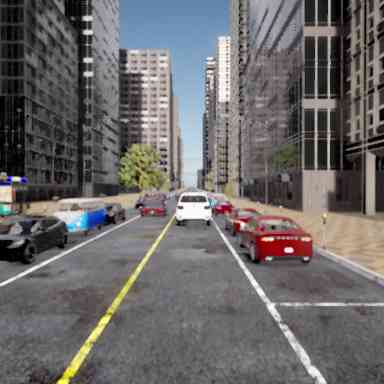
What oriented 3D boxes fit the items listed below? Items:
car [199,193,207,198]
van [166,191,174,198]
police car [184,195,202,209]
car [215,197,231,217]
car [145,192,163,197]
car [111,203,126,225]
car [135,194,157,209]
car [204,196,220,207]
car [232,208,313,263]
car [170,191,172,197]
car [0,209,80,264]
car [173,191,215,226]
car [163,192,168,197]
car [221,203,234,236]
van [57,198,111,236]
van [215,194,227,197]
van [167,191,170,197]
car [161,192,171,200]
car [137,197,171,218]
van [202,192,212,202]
[{"bbox_3d":[2.721,0.913,85.171,1.947,1.339,4.313,0,1,0],"label":"car"},{"bbox_3d":[-5.659,0.688,85.172,1.690,1.788,3.998,0,0,0],"label":"van"},{"bbox_3d":[0.115,1.206,41.092,2.038,1.542,4.974,0,0,0],"label":"police car"},{"bbox_3d":[2.700,1.382,28.489,1.802,1.307,4.206,0,0,0],"label":"car"},{"bbox_3d":[-5.674,0.984,45.493,2.192,1.841,5.009,0,0,0],"label":"car"},{"bbox_3d":[-5.682,1.409,22.822,1.947,1.339,4.313,0,0,0],"label":"car"},{"bbox_3d":[-5.676,1.278,39.827,1.947,1.339,4.313,0,0,0],"label":"car"},{"bbox_3d":[2.706,1.213,45.492,1.887,1.381,4.507,0,0,0],"label":"car"},{"bbox_3d":[2.694,1.466,11.482,1.887,1.381,4.507,0,0,0],"label":"car"},{"bbox_3d":[-5.666,0.931,68.167,1.967,1.590,4.097,0,0,0],"label":"car"},{"bbox_3d":[-5.686,1.487,11.485,1.947,1.339,4.313,0,0,0],"label":"car"},{"bbox_3d":[0.111,1.069,22.403,2.150,2.045,5.566,0,1,0],"label":"car"},{"bbox_3d":[-5.670,1.126,56.830,1.887,1.381,4.507,0,0,0],"label":"car"},{"bbox_3d":[2.696,1.465,17.149,1.802,1.307,4.206,0,0,0],"label":"car"},{"bbox_3d":[-5.685,1.224,17.151,1.690,1.788,3.998,0,0,0],"label":"van"},{"bbox_3d":[2.702,1.097,34.155,1.690,1.788,3.998,0,0,0],"label":"van"},{"bbox_3d":[-5.668,0.877,62.498,1.690,1.788,3.998,0,0,0],"label":"van"},{"bbox_3d":[-5.664,0.884,73.834,1.967,1.590,4.097,0,0,0],"label":"car"},{"bbox_3d":[-3.088,1.369,27.819,1.994,1.385,4.181,0,0,0],"label":"car"},{"bbox_3d":[2.713,0.878,62.495,1.690,1.788,3.998,0,0,0],"label":"van"}]
